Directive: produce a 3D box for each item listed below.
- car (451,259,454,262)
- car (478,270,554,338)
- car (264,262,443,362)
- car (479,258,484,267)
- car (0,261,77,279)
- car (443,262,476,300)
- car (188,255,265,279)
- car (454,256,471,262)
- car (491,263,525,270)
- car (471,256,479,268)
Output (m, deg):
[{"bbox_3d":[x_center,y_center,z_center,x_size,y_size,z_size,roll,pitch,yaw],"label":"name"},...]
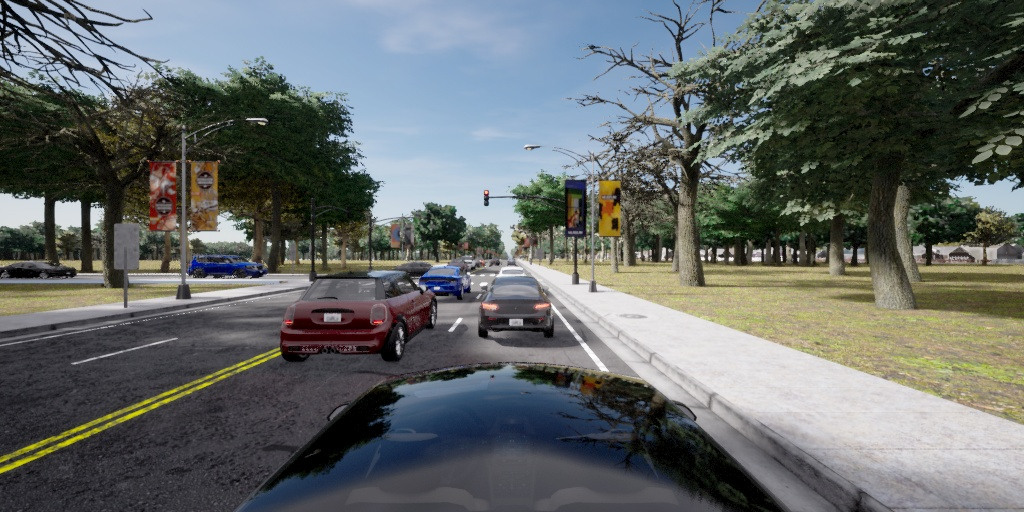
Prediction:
[{"bbox_3d":[-8.031,1.262,32.063,4.892,1.490,1.837,0,1,-23],"label":"car"},{"bbox_3d":[0.091,1.277,10.111,1.812,1.442,4.674,0,0,0],"label":"car"},{"bbox_3d":[-3.157,1.102,8.410,2.097,1.767,4.553,0,0,0],"label":"car"},{"bbox_3d":[-6.634,1.261,63.336,1.882,1.535,5.008,0,0,0],"label":"car"},{"bbox_3d":[-39.550,1.192,29.949,5.008,1.535,1.882,0,0,0],"label":"car"},{"bbox_3d":[-3.169,1.230,17.737,1.882,1.535,5.008,0,0,1],"label":"car"},{"bbox_3d":[-23.714,0.953,29.946,5.566,2.045,2.150,0,0,0],"label":"car"},{"bbox_3d":[-6.647,1.116,43.573,2.097,1.767,4.553,0,0,0],"label":"car"},{"bbox_3d":[0.044,1.279,19.214,1.812,1.442,4.674,0,0,0],"label":"car"},{"bbox_3d":[-6.656,0.993,53.130,2.150,2.045,5.566,0,0,0],"label":"car"}]
